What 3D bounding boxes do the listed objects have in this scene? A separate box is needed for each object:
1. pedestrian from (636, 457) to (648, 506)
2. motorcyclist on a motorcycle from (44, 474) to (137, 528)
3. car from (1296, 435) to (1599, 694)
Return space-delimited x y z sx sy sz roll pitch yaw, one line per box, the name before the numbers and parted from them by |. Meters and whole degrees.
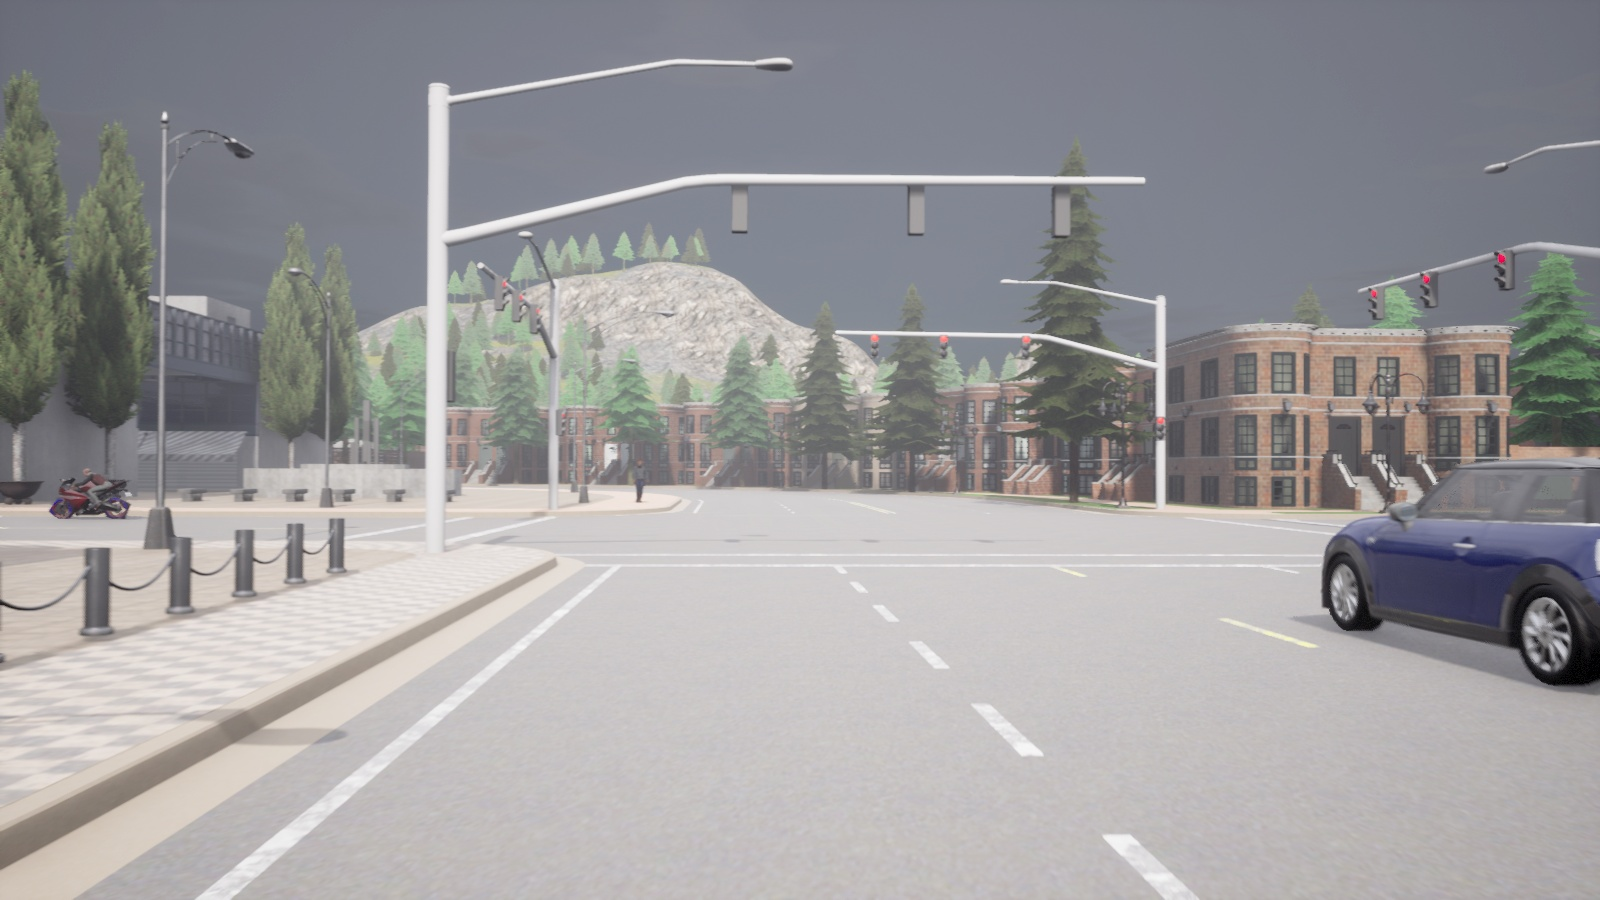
pedestrian | -6.390 1.261 50.831 0.423 1.949 0.788 0 -1 -10
motorcyclist on a motorcycle | -20.668 1.475 36.620 2.191 1.530 0.866 0 -1 -3
car | 6.350 0.812 10.905 2.097 1.767 4.553 0 -1 -3
